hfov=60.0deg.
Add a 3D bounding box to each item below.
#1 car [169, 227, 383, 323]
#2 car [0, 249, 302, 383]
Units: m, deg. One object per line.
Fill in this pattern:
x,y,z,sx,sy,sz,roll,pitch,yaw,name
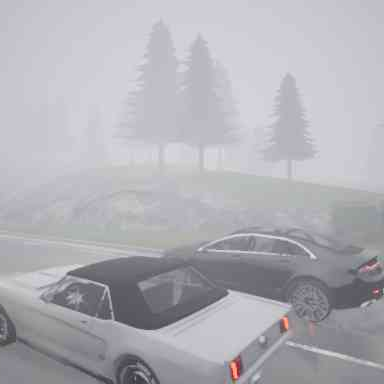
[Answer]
1.416,1.522,7.283,4.902,1.511,2.128,-1,0,36,car
-1.120,1.639,4.794,4.718,1.301,1.895,-1,0,36,car
